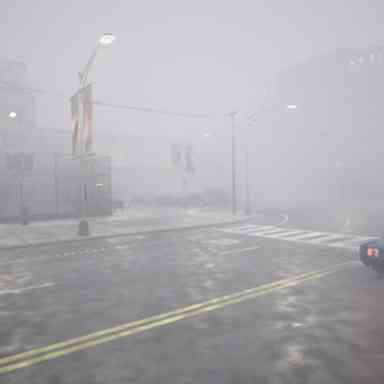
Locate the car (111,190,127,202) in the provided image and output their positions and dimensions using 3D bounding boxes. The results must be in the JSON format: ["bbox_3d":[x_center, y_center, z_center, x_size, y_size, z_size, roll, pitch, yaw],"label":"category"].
[{"bbox_3d":[-12.625,0.922,53.668,2.231,1.521,4.892,-2,1,-26],"label":"car"}]

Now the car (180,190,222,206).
[{"bbox_3d":[0.944,0.872,39.704,1.837,1.490,4.892,-2,2,-36],"label":"car"}]

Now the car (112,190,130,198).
[{"bbox_3d":[-14.551,0.420,67.679,1.837,1.490,4.892,-2,1,-35],"label":"car"}]

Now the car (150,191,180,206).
[{"bbox_3d":[-2.528,0.923,39.742,2.097,1.535,5.008,-2,1,-36],"label":"car"}]

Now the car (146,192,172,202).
[{"bbox_3d":[-5.466,0.752,54.713,1.882,1.535,5.008,-2,1,-35],"label":"car"}]

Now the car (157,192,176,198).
[{"bbox_3d":[-5.559,0.597,72.535,1.895,1.301,4.718,-2,1,-36],"label":"car"}]

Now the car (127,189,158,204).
[{"bbox_3d":[-6.384,0.800,44.884,2.185,1.767,4.553,-2,1,-36],"label":"car"}]

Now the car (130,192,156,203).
[{"bbox_3d":[-7.762,0.844,51.895,1.882,1.535,5.008,-2,1,-35],"label":"car"}]

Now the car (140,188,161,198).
[{"bbox_3d":[-9.909,0.230,78.517,2.435,2.045,5.566,-2,1,-36],"label":"car"}]

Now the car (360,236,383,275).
[{"bbox_3d":[6.289,1.344,8.275,4.718,1.301,1.895,-2,1,-34],"label":"car"}]

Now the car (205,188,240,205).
[{"bbox_3d":[3.569,0.493,42.037,2.150,2.045,5.566,-2,2,-36],"label":"car"}]
